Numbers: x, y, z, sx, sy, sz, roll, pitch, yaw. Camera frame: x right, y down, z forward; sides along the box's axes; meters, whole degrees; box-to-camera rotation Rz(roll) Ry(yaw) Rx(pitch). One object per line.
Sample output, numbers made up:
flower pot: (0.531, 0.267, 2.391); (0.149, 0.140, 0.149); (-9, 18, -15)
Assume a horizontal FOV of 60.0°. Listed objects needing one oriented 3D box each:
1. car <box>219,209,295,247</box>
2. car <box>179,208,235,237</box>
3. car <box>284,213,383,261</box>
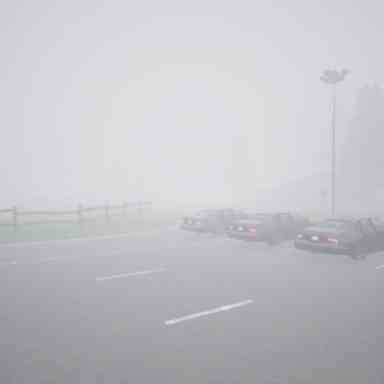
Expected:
car: (4.059, 1.578, 15.248); (5.357, 1.411, 2.033); (0, 0, -35)
car: (1.854, 1.578, 18.310); (5.357, 1.411, 2.033); (0, 0, -39)
car: (6.091, 1.578, 12.399); (5.357, 1.411, 2.033); (0, 0, -35)
